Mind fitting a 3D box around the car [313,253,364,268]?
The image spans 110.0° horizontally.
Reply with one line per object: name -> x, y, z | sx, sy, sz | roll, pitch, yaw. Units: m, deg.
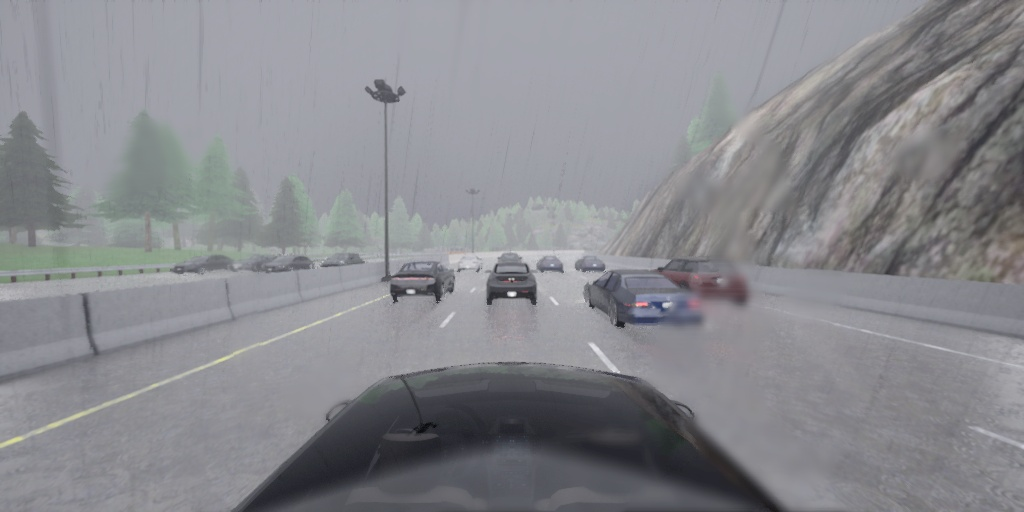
car -> -14.369, 0.508, 30.440 | 2.097, 1.767, 4.553 | 0, 1, 0

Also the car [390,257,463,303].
car -> -3.530, 0.968, 14.846 | 2.128, 1.511, 4.902 | 0, 1, -1

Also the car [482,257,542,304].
car -> -0.027, 0.985, 14.574 | 1.837, 1.490, 4.892 | 0, 1, -1

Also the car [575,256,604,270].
car -> 6.803, 0.686, 31.556 | 1.994, 1.385, 4.181 | 0, 1, -1

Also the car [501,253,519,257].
car -> -0.189, 0.495, 30.717 | 2.097, 1.767, 4.553 | 0, 1, -1

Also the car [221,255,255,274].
car -> -21.369, 0.653, 30.344 | 2.128, 1.511, 4.902 | 0, 1, 0

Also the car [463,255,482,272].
car -> -3.716, 0.643, 32.054 | 1.812, 1.442, 4.674 | 0, 1, -1

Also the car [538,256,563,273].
car -> 3.303, 0.687, 31.605 | 1.994, 1.385, 4.181 | 0, 1, -1

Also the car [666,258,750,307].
car -> 6.979, 0.840, 14.046 | 2.097, 1.767, 4.553 | 0, 1, -1

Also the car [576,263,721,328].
car -> 3.513, 1.109, 10.607 | 2.033, 1.411, 5.357 | 0, 1, -1

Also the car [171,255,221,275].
car -> -24.862, 0.692, 29.197 | 1.837, 1.490, 4.892 | 0, 1, 0

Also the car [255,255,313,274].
car -> -17.861, 0.696, 28.888 | 1.837, 1.490, 4.892 | 0, 1, 0
